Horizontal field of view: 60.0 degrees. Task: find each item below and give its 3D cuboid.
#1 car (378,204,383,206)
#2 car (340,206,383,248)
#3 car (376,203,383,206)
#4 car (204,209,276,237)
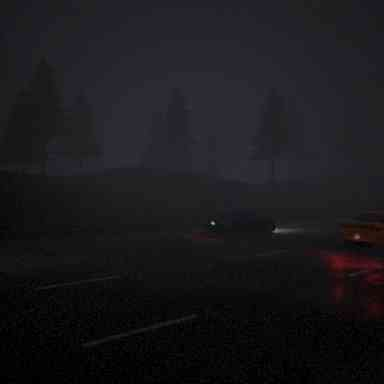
[{"bbox_3d":[15.135,1.672,23.136,4.181,1.385,1.994,0,0,-35],"label":"car"},{"bbox_3d":[8.199,1.539,13.892,5.008,1.535,1.882,0,0,-35],"label":"car"},{"bbox_3d":[17.287,1.677,29.052,5.357,1.411,2.033,0,0,-35],"label":"car"},{"bbox_3d":[2.735,1.618,18.593,4.181,1.385,1.994,0,0,-35],"label":"car"}]
